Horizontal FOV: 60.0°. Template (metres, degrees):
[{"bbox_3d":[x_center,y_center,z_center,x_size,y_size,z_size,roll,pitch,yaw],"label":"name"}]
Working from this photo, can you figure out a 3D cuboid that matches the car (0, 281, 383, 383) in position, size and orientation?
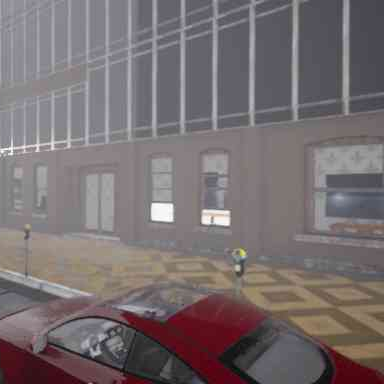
[{"bbox_3d":[-0.426,1.570,3.179,4.206,1.307,1.802,0,0,36],"label":"car"}]
